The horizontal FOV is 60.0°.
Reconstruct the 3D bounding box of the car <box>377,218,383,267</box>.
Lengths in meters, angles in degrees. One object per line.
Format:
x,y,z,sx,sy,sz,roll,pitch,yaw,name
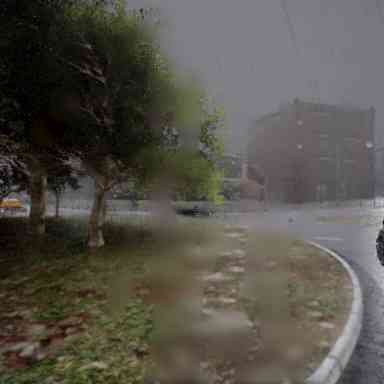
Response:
6.465,1.332,8.600,2.150,2.045,5.566,0,0,19,car

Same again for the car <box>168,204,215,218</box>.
-0.095,1.876,34.100,4.718,1.301,1.895,0,-1,32,car

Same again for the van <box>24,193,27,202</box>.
-32.285,1.425,70.039,4.442,1.987,1.878,1,0,-33,van

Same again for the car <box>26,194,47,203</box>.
-30.563,1.543,67.692,4.553,1.767,2.185,1,0,-33,car

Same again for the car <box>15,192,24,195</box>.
-39.741,1.273,81.618,5.566,2.045,2.435,1,0,-33,car

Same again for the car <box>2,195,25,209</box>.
-26.602,1.663,48.931,1.882,1.535,5.008,0,0,-39,car

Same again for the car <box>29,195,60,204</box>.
-27.624,1.719,63.120,4.792,1.488,2.163,1,0,-33,car

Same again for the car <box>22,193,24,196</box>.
-35.154,1.479,74.659,4.553,1.767,2.185,1,0,-33,car

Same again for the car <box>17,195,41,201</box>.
-41.144,1.496,84.026,5.366,1.575,1.946,1,0,-33,car
